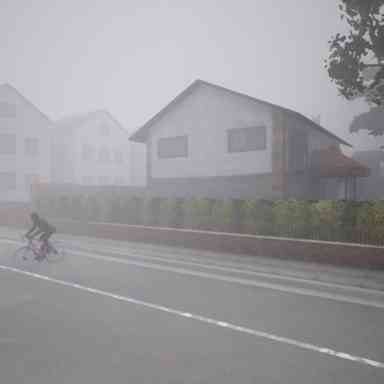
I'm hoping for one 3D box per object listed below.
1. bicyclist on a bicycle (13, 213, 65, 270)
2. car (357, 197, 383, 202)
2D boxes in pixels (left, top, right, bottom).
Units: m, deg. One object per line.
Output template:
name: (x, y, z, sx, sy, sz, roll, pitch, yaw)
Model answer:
bicyclist on a bicycle: (-4.565, 1.442, 9.996, 0.582, 1.620, 1.656, 0, 1, 35)
car: (14.618, 1.167, 25.879, 3.806, 1.475, 1.970, 0, 0, 35)
